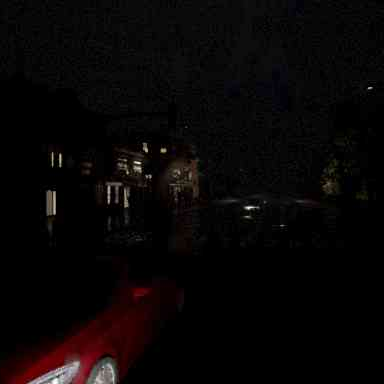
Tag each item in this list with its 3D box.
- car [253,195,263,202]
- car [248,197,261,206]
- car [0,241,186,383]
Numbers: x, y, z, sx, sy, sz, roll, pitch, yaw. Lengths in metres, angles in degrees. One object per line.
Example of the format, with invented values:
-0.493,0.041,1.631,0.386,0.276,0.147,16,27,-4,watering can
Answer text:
14.752,1.348,74.501,2.033,1.411,5.357,0,0,13,car
10.557,1.592,56.344,1.895,1.301,4.718,0,0,13,car
-1.363,1.531,4.836,1.812,1.442,4.674,0,0,13,car
